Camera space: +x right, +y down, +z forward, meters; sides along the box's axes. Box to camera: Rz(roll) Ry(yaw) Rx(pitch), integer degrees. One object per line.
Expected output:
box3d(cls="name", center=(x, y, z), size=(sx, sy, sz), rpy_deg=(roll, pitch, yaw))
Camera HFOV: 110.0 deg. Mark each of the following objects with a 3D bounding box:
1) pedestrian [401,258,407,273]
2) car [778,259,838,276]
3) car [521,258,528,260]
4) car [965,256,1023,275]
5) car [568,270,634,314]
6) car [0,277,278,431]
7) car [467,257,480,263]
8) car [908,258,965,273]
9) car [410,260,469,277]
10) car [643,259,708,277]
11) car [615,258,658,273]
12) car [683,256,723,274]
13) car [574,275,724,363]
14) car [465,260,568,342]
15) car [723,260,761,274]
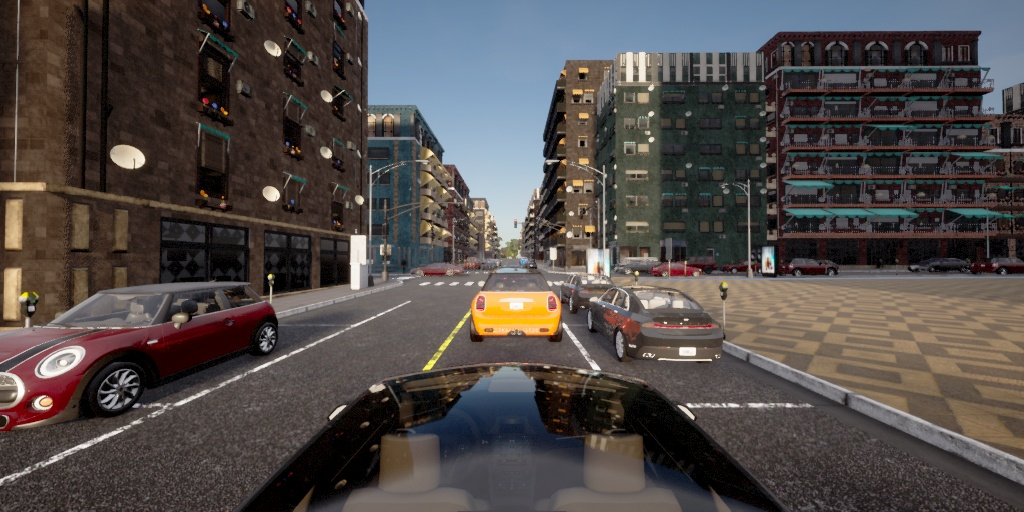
box3d(cls="pedestrian", center=(-12.542, 1.097, 41.672), size=(0.375, 1.860, 0.375), rpy_deg=(0, 0, 0))
box3d(cls="car", center=(24.754, 0.935, 30.073), size=(4.097, 1.591, 1.967), rpy_deg=(0, 0, 0))
box3d(cls="car", center=(2.675, 1.334, 51.712), size=(1.948, 1.339, 4.313), rpy_deg=(0, 0, 0))
box3d(cls="car", center=(41.336, 0.811, 29.959), size=(4.097, 1.591, 1.967), rpy_deg=(0, 0, 0))
box3d(cls="car", center=(2.817, 1.304, 13.519), size=(2.007, 1.370, 4.403), rpy_deg=(0, 0, 0))
box3d(cls="car", center=(-5.820, 1.191, 5.711), size=(1.967, 1.591, 4.097), rpy_deg=(0, 0, 0))
box3d(cls="car", center=(-5.705, 1.083, 51.749), size=(2.192, 1.841, 5.009), rpy_deg=(0, 0, 0))
box3d(cls="car", center=(42.479, 0.937, 35.718), size=(4.902, 1.511, 2.128), rpy_deg=(-1, -1, 1))
box3d(cls="car", center=(-7.408, 1.379, 36.096), size=(5.357, 1.411, 2.033), rpy_deg=(0, -1, 0))
box3d(cls="car", center=(13.699, 1.162, 30.149), size=(4.207, 1.307, 1.802), rpy_deg=(0, 0, 0))
box3d(cls="car", center=(12.850, 1.164, 35.960), size=(4.902, 1.511, 2.128), rpy_deg=(-1, -1, 1))
box3d(cls="car", center=(19.286, 0.977, 38.491), size=(5.009, 1.841, 2.192), rpy_deg=(0, 0, 0))
box3d(cls="car", center=(2.819, 1.302, 7.949), size=(2.007, 1.370, 4.403), rpy_deg=(0, 0, 0))
box3d(cls="car", center=(0.095, 1.104, 9.928), size=(2.097, 1.767, 4.553), rpy_deg=(0, 0, 0))
box3d(cls="car", center=(24.814, 1.165, 38.453), size=(4.507, 1.381, 1.888), rpy_deg=(0, 0, 0))
